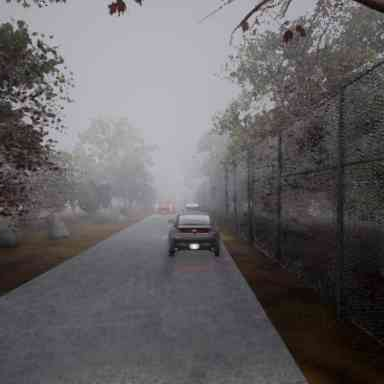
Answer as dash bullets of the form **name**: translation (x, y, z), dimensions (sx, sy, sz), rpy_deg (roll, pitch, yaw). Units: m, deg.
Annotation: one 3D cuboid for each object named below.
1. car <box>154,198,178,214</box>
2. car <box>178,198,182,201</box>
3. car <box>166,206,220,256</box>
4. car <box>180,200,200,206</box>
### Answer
- **car**: translation (-2.933, 1.500, 36.508), dimensions (2.097, 1.767, 4.553), rpy_deg (0, -1, 0)
- **car**: translation (-3.165, 2.240, 77.489), dimensions (1.837, 1.490, 4.892), rpy_deg (0, -2, -1)
- **car**: translation (0.081, 1.540, 13.322), dimensions (1.837, 1.490, 4.892), rpy_deg (0, 0, 0)
- **car**: translation (0.036, 1.618, 29.632), dimensions (1.812, 1.442, 4.674), rpy_deg (0, 0, 0)
